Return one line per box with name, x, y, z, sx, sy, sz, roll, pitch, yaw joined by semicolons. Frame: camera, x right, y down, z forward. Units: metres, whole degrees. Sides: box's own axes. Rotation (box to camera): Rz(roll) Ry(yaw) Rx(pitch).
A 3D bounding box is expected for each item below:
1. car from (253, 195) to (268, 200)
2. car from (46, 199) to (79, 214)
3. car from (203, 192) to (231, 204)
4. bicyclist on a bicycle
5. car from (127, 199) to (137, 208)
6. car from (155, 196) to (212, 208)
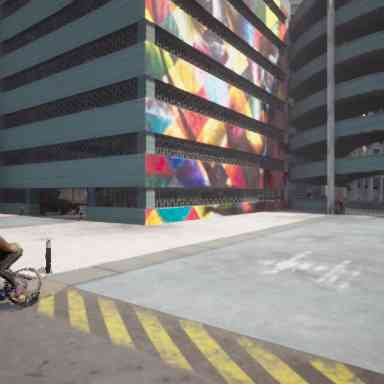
car;18.588;1.480;90.391;4.892;1.521;2.231;0;0;36
car;-13.256;1.412;33.178;4.786;1.482;2.161;0;0;36
car;4.147;1.027;57.740;5.566;2.045;2.435;0;0;36
bicyclist on a bicycle;-3.529;1.384;5.939;0.582;1.620;1.656;0;6;36
car;-6.083;1.462;42.305;4.718;1.301;1.895;0;0;36
car;-0.974;1.319;29.317;4.674;1.452;2.002;0;0;36
